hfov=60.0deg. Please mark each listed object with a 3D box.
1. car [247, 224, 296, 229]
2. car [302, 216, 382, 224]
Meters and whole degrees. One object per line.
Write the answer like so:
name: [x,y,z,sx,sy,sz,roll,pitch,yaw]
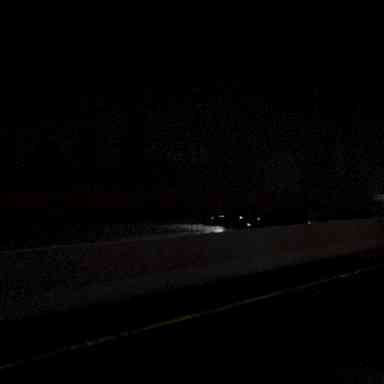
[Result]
car: [5.078,1.598,20.513,4.718,1.301,1.895,0,0,-36]
car: [8.807,1.544,18.873,5.357,1.411,2.033,0,0,-36]
